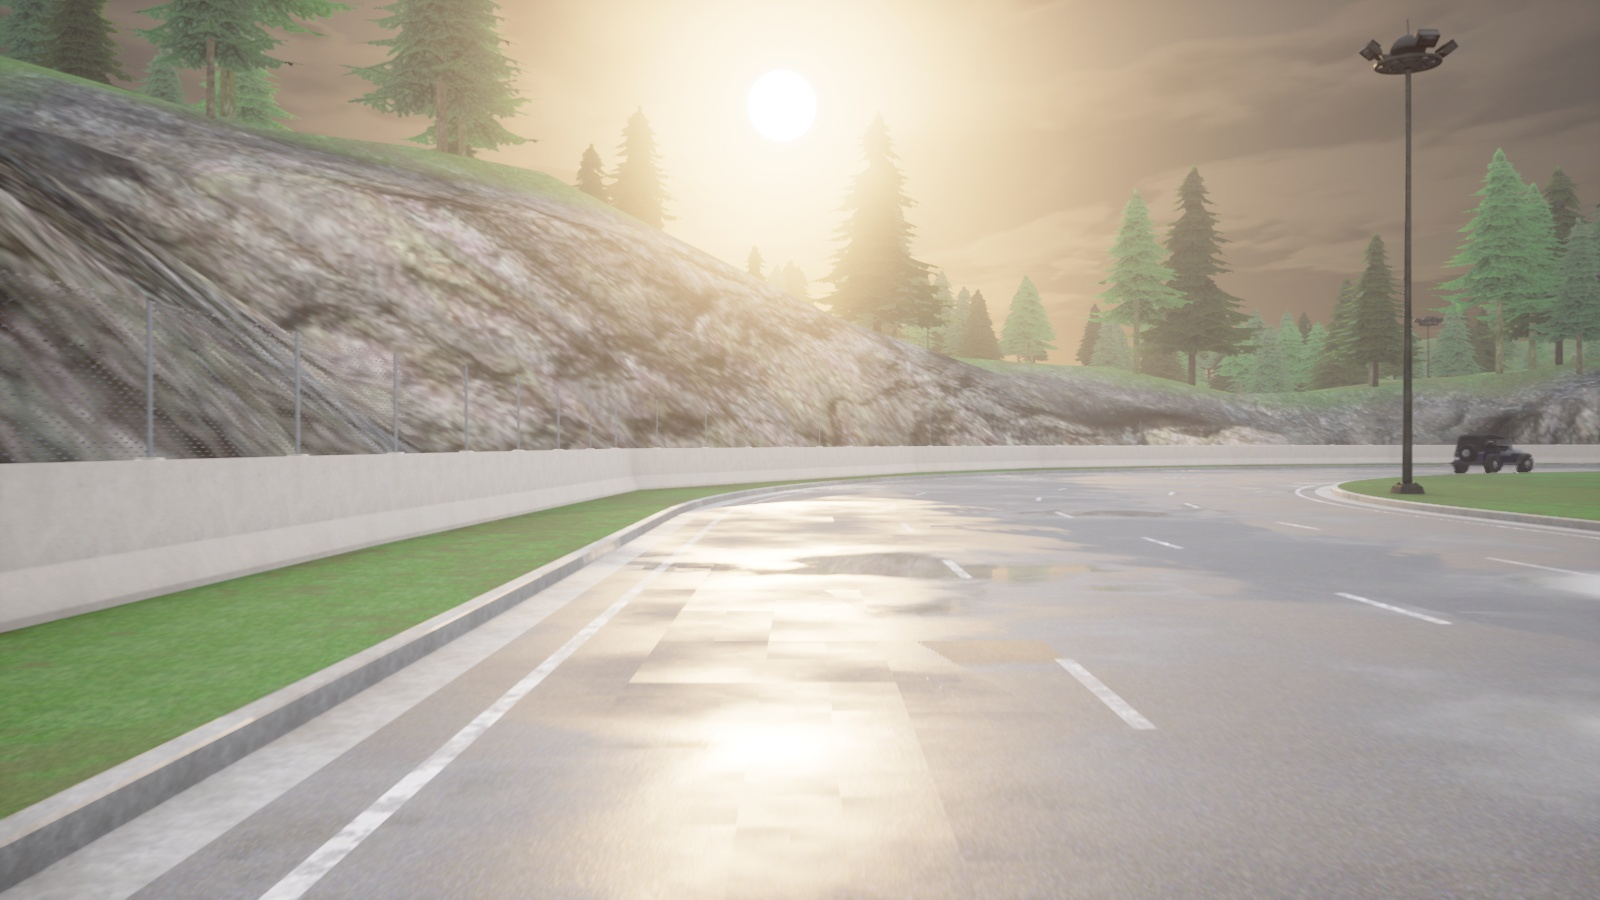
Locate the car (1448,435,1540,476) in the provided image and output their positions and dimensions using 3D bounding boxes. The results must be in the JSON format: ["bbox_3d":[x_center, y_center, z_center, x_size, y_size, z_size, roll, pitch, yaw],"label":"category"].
[{"bbox_3d":[32.517,0.237,58.823,3.866,1.878,1.905,0,0,-26],"label":"car"}]
